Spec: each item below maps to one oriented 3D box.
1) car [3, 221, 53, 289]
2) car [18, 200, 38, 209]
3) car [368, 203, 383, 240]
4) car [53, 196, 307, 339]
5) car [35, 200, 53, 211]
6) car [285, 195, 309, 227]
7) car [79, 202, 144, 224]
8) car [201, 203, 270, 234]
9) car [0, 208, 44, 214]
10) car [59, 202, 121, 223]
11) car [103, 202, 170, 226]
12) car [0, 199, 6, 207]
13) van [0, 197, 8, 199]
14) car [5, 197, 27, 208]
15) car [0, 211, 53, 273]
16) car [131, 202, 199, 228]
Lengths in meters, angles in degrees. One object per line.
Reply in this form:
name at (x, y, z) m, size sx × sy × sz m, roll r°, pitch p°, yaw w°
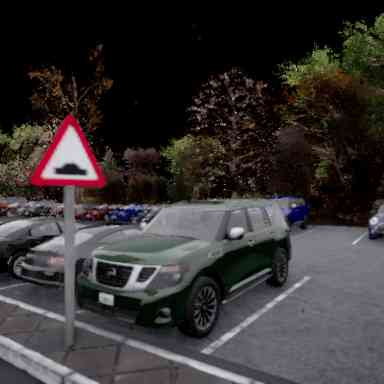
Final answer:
car at (-1.962, 1.519, 8.705) m, size 2.002 × 1.452 × 4.674 m, roll -1°, pitch 0°, yaw 35°
car at (-13.489, 1.726, 32.049) m, size 2.097 × 1.535 × 5.008 m, roll -1°, pitch 0°, yaw 35°
car at (9.757, 1.281, 15.791) m, size 2.185 × 1.767 × 4.553 m, roll 0°, pitch 0°, yaw 35°
car at (0.338, 1.194, 7.071) m, size 2.435 × 2.045 × 5.566 m, roll -1°, pitch -1°, yaw 35°
car at (-11.167, 1.696, 30.443) m, size 2.097 × 1.535 × 5.008 m, roll -1°, pitch 0°, yaw 35°
car at (5.033, 1.232, 19.124) m, size 2.435 × 2.045 × 5.566 m, roll -1°, pitch 0°, yaw 35°
car at (-6.436, 1.636, 27.136) m, size 2.097 × 1.535 × 5.008 m, roll -1°, pitch 0°, yaw 35°
car at (2.840, 1.516, 20.693) m, size 2.231 × 1.521 × 4.892 m, roll -1°, pitch 0°, yaw 35°
car at (-8.919, 1.614, 13.551) m, size 2.002 × 1.452 × 4.674 m, roll -1°, pitch 0°, yaw 35°
car at (-8.734, 1.695, 28.778) m, size 2.163 × 1.488 × 4.792 m, roll -1°, pitch 0°, yaw 35°
car at (-4.119, 1.606, 25.522) m, size 2.097 × 1.535 × 5.008 m, roll -1°, pitch 0°, yaw 35°
car at (-18.116, 1.785, 35.285) m, size 2.097 × 1.535 × 5.008 m, roll -1°, pitch 0°, yaw 35°
van at (-20.268, 1.588, 36.919) m, size 1.878 × 1.987 × 4.442 m, roll -1°, pitch 0°, yaw 35°
car at (-15.786, 1.630, 33.693) m, size 2.185 × 1.767 × 4.553 m, roll -1°, pitch 0°, yaw 35°
car at (-4.284, 1.512, 10.319) m, size 2.097 × 1.535 × 5.008 m, roll -1°, pitch 0°, yaw 35°
car at (-1.802, 1.578, 23.909) m, size 2.231 × 1.521 × 4.892 m, roll -1°, pitch -1°, yaw 35°
